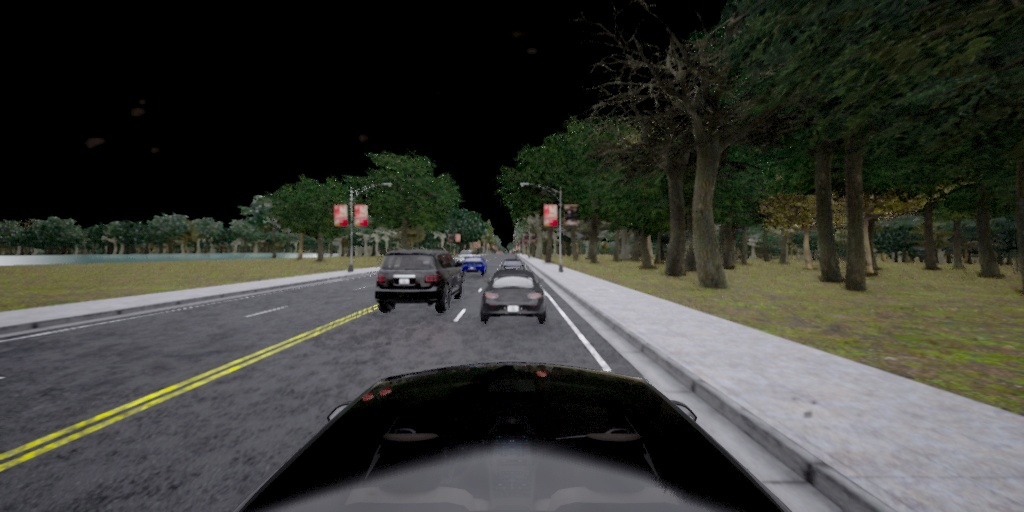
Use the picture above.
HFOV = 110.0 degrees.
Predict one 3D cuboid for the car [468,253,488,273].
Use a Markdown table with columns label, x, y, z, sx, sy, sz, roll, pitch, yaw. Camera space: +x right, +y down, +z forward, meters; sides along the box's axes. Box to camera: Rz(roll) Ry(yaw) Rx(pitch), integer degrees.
| label | x | y | z | sx | sy | sz | roll | pitch | yaw |
| --- | --- | --- | --- | --- | --- | --- | --- | --- | --- |
| car | -3.173 | 0.773 | 31.022 | 1.882 | 1.535 | 5.008 | 0 | 1 | 0 |

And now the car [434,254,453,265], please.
| label | x | y | z | sx | sy | sz | roll | pitch | yaw |
| --- | --- | --- | --- | --- | --- | --- | --- | --- | --- |
| car | -9.824 | 0.503 | 51.897 | 1.812 | 1.442 | 4.674 | 0 | 1 | 0 |

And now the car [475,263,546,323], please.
| label | x | y | z | sx | sy | sz | roll | pitch | yaw |
| --- | --- | --- | --- | --- | --- | --- | --- | --- | --- |
| car | 0.050 | 1.126 | 11.362 | 1.812 | 1.442 | 4.674 | 0 | 1 | 1 |

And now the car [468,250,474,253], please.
| label | x | y | z | sx | sy | sz | roll | pitch | yaw |
| --- | --- | --- | --- | --- | --- | --- | --- | --- | --- |
| car | -6.574 | 0.200 | 51.814 | 2.150 | 2.045 | 5.566 | 0 | 1 | 0 |

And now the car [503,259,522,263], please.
| label | x | y | z | sx | sy | sz | roll | pitch | yaw |
| --- | --- | --- | --- | --- | --- | --- | --- | --- | --- |
| car | 0.043 | 0.927 | 25.650 | 2.033 | 1.411 | 5.357 | 0 | 1 | 0 |

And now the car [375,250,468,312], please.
| label | x | y | z | sx | sy | sz | roll | pitch | yaw |
| --- | --- | --- | --- | --- | --- | --- | --- | --- | --- |
| car | -3.185 | 0.793 | 13.354 | 2.150 | 2.045 | 5.566 | 0 | 1 | 0 |
